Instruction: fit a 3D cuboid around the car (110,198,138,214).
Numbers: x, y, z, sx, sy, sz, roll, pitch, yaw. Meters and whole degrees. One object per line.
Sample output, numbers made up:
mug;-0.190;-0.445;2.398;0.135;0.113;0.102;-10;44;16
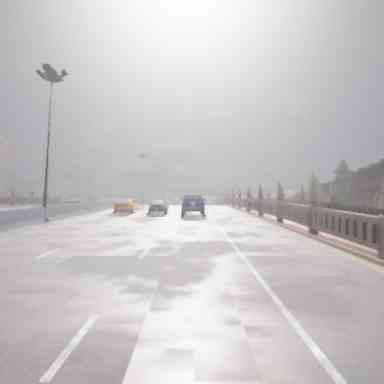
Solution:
car;-6.899;1.455;35.038;1.882;1.535;5.008;0;0;0

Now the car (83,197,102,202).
car;-17.497;1.739;60.020;1.837;1.490;4.892;0;-2;0

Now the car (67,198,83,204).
car;-20.997;1.751;60.019;1.812;1.442;4.674;0;-2;0

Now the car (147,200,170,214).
car;-3.399;1.503;34.205;1.812;1.442;4.674;0;0;0

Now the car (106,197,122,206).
car;-13.997;1.748;60.018;1.812;1.442;4.674;0;-2;0

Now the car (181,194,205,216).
car;0.102;1.201;31.936;2.150;2.045;5.566;0;0;0
